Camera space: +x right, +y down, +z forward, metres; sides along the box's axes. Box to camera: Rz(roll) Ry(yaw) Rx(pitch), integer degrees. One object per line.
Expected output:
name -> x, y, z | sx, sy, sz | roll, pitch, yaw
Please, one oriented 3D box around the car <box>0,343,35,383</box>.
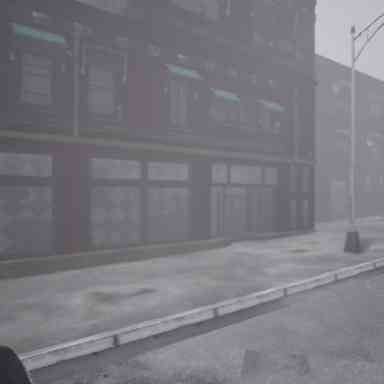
car -> -2.846, 1.561, 1.347 | 4.181, 1.385, 1.994 | 0, 0, -36
